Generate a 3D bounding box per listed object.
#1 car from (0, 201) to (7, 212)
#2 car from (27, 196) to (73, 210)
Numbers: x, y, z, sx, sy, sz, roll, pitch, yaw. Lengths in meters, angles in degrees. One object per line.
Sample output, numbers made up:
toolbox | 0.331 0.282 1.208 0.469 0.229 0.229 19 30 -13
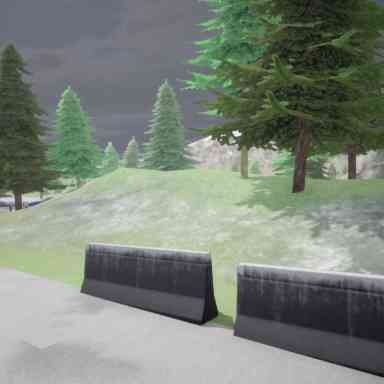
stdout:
car | -21.855 1.398 34.364 2.128 1.511 4.902 0 0 42
car | -18.452 1.374 42.769 5.008 1.535 1.882 0 0 -42
